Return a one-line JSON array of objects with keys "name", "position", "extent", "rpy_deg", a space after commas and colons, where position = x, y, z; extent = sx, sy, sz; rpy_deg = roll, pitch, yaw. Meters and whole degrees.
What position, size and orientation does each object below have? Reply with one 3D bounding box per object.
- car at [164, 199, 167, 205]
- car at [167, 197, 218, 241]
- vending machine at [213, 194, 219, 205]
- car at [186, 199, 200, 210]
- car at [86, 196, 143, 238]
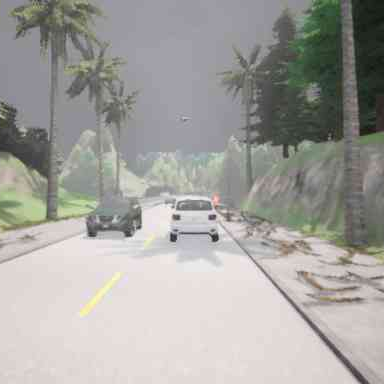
[{"name": "car", "position": [-3.986, 1.706, 61.290], "extent": [2.033, 1.411, 5.357], "rpy_deg": [0, 0, 0]}, {"name": "car", "position": [0.103, 1.267, 16.987], "extent": [2.150, 2.045, 5.566], "rpy_deg": [0, 0, 0]}, {"name": "vending machine", "position": [4.319, 1.354, 59.704], "extent": [1.100, 2.100, 0.880], "rpy_deg": [0, 0, 0]}, {"name": "car", "position": [0.114, 1.724, 46.292], "extent": [1.895, 1.301, 4.718], "rpy_deg": [0, 0, 0]}, {"name": "car", "position": [-4.092, 1.273, 18.527], "extent": [2.150, 2.045, 5.566], "rpy_deg": [0, 0, 0]}]
